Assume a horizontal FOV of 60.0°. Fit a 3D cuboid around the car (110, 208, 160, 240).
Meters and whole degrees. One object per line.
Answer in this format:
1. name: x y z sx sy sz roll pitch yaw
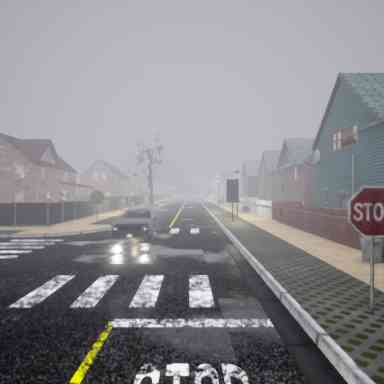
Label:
1. car: -2.775 1.553 17.435 2.033 1.411 5.357 0 0 0
